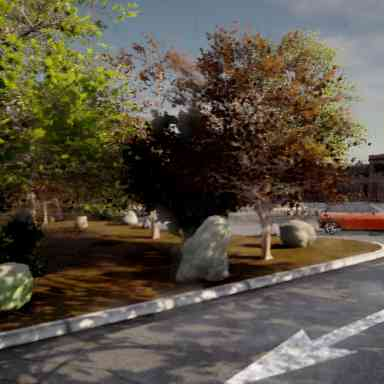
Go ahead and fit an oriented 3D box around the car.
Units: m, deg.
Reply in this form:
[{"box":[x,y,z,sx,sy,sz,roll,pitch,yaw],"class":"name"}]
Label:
[{"box":[9.184,1.311,17.934,4.553,1.767,2.097,-1,1,22],"class":"car"}]
